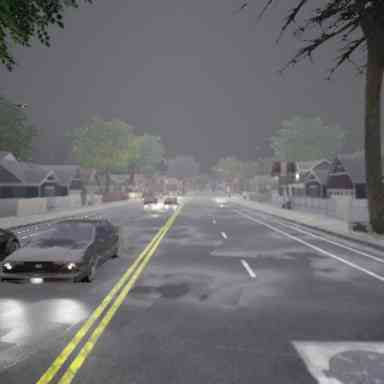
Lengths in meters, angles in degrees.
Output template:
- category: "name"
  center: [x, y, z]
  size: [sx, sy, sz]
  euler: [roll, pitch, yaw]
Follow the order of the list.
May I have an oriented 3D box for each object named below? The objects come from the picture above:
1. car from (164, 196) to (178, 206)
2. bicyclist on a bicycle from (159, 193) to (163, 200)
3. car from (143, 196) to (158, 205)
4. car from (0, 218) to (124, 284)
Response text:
- category: "car"
  center: [-3.220, 1.366, 51.431]
  size: [1.994, 1.385, 4.181]
  euler: [0, 0, 1]
- category: "bicyclist on a bicycle"
  center: [-7.177, 1.063, 77.423]
  size: [0.866, 1.612, 1.509]
  euler: [-1, 0, 7]
- category: "car"
  center: [-6.452, 1.360, 52.330]
  size: [1.994, 1.385, 4.181]
  euler: [0, 0, 1]
- category: "car"
  center: [-3.342, 1.517, 9.828]
  size: [2.033, 1.411, 5.357]
  euler: [0, 0, 0]
